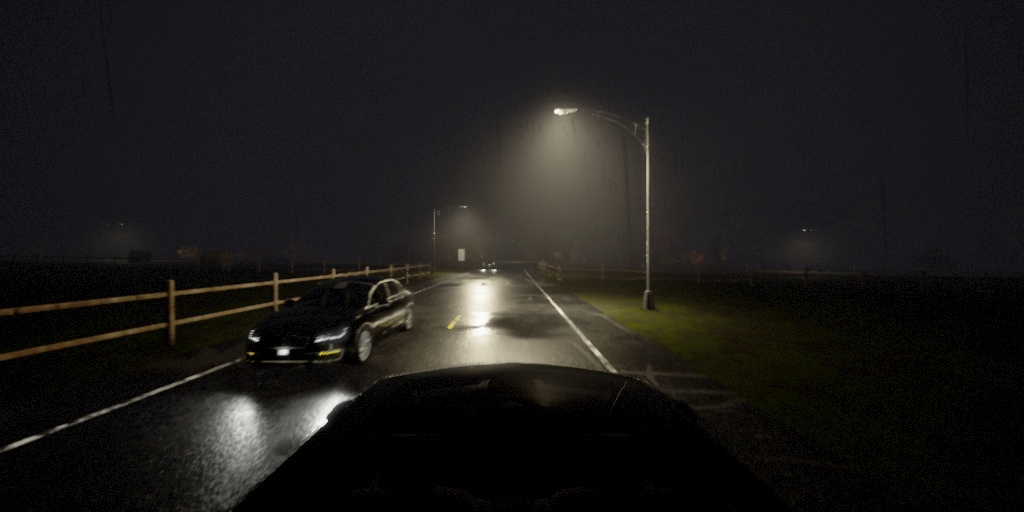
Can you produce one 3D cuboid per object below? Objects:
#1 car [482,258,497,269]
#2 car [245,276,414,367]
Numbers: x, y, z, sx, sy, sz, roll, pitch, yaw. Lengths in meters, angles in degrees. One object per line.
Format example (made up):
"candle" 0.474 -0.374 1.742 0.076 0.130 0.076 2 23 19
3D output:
"car" -3.484 1.142 55.904 2.097 1.767 4.553 0 0 0
"car" -3.596 1.258 8.067 1.837 1.490 4.892 0 0 0
